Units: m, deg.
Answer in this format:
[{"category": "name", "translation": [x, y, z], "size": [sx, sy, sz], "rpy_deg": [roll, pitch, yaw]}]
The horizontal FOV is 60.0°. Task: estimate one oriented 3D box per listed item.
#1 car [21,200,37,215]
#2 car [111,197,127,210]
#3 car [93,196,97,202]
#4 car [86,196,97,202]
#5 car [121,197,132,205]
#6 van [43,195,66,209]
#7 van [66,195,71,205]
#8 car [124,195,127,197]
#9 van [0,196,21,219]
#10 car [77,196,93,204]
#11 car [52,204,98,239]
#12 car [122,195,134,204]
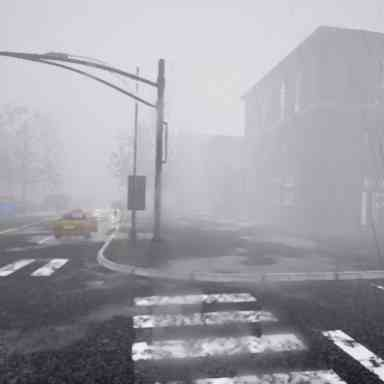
[{"category": "car", "translation": [-16.600, 1.438, 32.514], "size": [1.887, 1.381, 4.507], "rpy_deg": [1, 0, -8]}, {"category": "car", "translation": [-9.903, 1.717, 44.693], "size": [2.008, 1.369, 4.403], "rpy_deg": [1, 0, -8]}, {"category": "car", "translation": [-22.177, 1.598, 70.934], "size": [1.887, 1.381, 4.507], "rpy_deg": [1, 0, -8]}, {"category": "car", "translation": [-22.975, 1.658, 76.422], "size": [1.802, 1.307, 4.206], "rpy_deg": [1, 0, -8]}, {"category": "car", "translation": [-13.090, 1.802, 66.648], "size": [1.887, 1.381, 4.507], "rpy_deg": [1, 0, -8]}, {"category": "van", "translation": [-18.190, 1.280, 43.492], "size": [1.690, 1.788, 3.998], "rpy_deg": [1, 0, -8]}, {"category": "van", "translation": [-18.986, 1.303, 48.981], "size": [1.690, 1.788, 3.998], "rpy_deg": [1, 0, -8]}, {"category": "car", "translation": [-12.294, 1.801, 61.159], "size": [1.947, 1.339, 4.313], "rpy_deg": [1, 0, -8]}, {"category": "van", "translation": [-15.799, 1.211, 27.026], "size": [1.690, 1.788, 3.998], "rpy_deg": [1, 0, -8]}, {"category": "car", "translation": [-21.381, 1.596, 65.445], "size": [1.947, 1.339, 4.313], "rpy_deg": [1, 0, -8]}, {"category": "car", "translation": [-5.943, 1.577, 17.418], "size": [1.752, 1.417, 4.829], "rpy_deg": [1, 0, -8]}, {"category": "car", "translation": [-13.883, 1.595, 72.139], "size": [2.192, 1.841, 5.009], "rpy_deg": [1, 0, -8]}]
